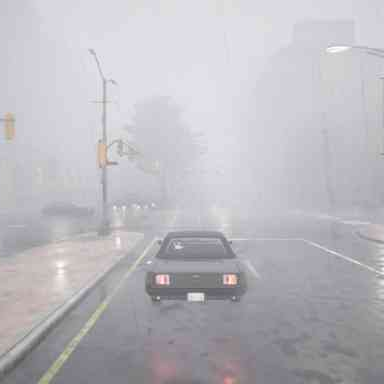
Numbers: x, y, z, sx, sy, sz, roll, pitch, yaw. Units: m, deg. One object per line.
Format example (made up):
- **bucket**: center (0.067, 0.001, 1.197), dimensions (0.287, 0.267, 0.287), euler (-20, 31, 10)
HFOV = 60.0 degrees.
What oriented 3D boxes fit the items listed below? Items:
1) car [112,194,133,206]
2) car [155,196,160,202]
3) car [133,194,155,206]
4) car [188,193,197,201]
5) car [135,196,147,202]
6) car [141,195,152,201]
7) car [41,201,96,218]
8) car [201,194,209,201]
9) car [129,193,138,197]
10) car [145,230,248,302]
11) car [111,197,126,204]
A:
- **car**: center (-11.566, 1.526, 55.161), dimensions (1.812, 1.442, 4.674), euler (0, 0, 0)
- **car**: center (-8.003, 1.564, 65.795), dimensions (1.994, 1.385, 4.181), euler (0, 0, 1)
- **car**: center (-8.066, 1.547, 56.559), dimensions (2.033, 1.411, 5.357), euler (0, 0, 0)
- **car**: center (0.034, 1.218, 86.507), dimensions (2.150, 2.045, 5.566), euler (0, 0, 0)
- **car**: center (-11.471, 1.552, 74.457), dimensions (1.994, 1.385, 4.181), euler (0, 0, 0)
- **car**: center (-11.467, 1.525, 84.691), dimensions (2.128, 1.511, 4.902), euler (0, 0, 0)
- **car**: center (-11.060, 1.525, 29.846), dimensions (4.674, 1.442, 1.812), euler (0, 0, 0)
- **car**: center (3.534, 1.519, 86.892), dimensions (2.128, 1.511, 4.902), euler (0, 0, 0)
- **car**: center (-11.512, 1.221, 64.573), dimensions (2.150, 2.045, 5.566), euler (0, 0, 1)
- **car**: center (0.078, 1.601, 8.209), dimensions (1.895, 1.301, 4.718), euler (0, 0, 0)
- **car**: center (-14.723, 1.595, 66.869), dimensions (1.895, 1.301, 4.718), euler (0, 0, 0)
